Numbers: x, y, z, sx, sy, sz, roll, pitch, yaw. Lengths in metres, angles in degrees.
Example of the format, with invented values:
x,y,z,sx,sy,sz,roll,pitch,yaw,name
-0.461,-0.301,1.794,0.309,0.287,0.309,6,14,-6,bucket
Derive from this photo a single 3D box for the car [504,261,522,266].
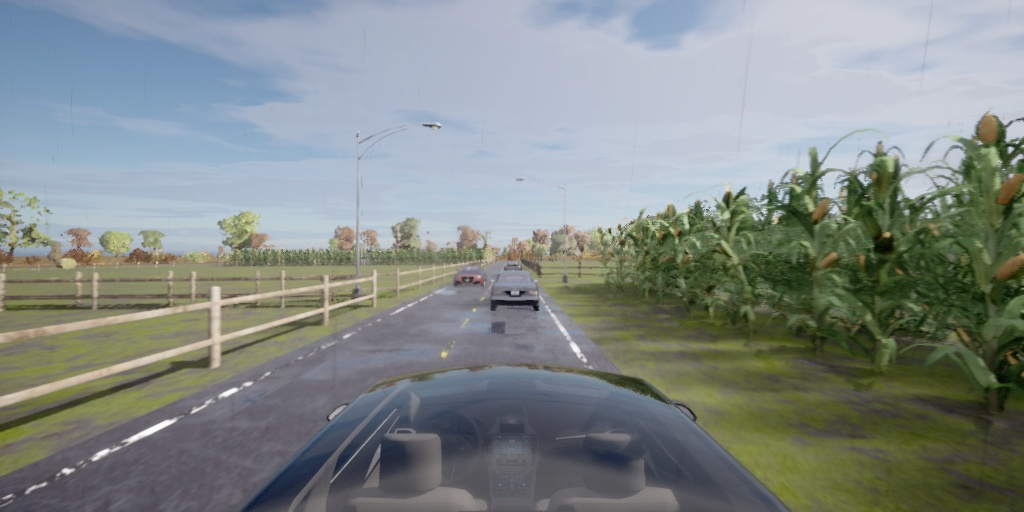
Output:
x,y,z,sx,sy,sz,roll,pitch,yaw,name
0.106,1.236,37.022,2.128,1.511,4.902,0,0,0,car

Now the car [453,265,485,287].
x,y,z,sx,sy,sz,roll,pitch,yaw,name
-2.748,1.310,24.193,1.994,1.385,4.181,0,0,0,car

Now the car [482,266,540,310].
x,y,z,sx,sy,sz,roll,pitch,yaw,name
0.103,1.295,14.614,2.033,1.411,5.357,0,0,0,car
